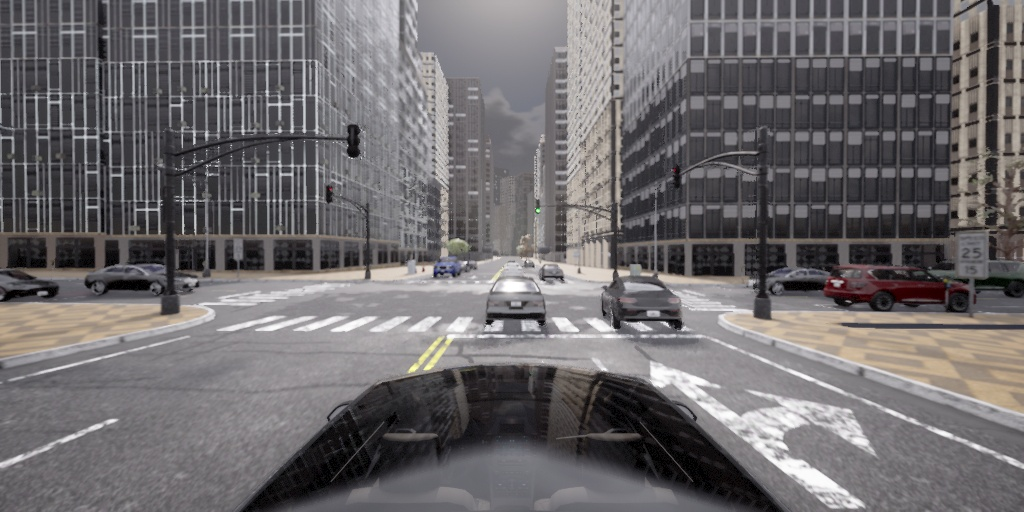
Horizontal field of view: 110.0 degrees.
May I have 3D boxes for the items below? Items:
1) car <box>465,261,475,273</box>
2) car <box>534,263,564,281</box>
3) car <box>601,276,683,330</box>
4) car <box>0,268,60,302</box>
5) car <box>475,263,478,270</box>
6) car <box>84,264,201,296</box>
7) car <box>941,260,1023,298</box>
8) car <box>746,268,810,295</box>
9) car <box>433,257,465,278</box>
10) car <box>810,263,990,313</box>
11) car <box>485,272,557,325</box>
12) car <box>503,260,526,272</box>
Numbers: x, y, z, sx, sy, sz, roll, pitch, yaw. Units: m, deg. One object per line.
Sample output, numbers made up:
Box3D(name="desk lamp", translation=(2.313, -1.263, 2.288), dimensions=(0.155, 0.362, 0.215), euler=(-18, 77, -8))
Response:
Box3D(name="car", translation=(-6.562, 1.400, 46.875), dimensions=(2.128, 1.511, 4.902), euler=(0, 0, 0))
Box3D(name="car", translation=(3.358, 1.406, 31.241), dimensions=(2.033, 1.411, 5.357), euler=(0, 0, 0))
Box3D(name="car", translation=(3.901, 1.350, 11.279), dimensions=(1.812, 1.442, 4.674), euler=(-1, -2, 9))
Box3D(name="car", translation=(-22.731, 1.245, 15.744), dimensions=(4.313, 1.339, 1.948), euler=(0, 0, 1))
Box3D(name="car", translation=(-6.498, 1.488, 57.180), dimensions=(2.033, 1.411, 5.357), euler=(0, 0, 0))
Box3D(name="car", translation=(-18.799, 1.173, 18.373), dimensions=(4.902, 1.511, 2.128), euler=(1, 1, 1))
Box3D(name="car", translation=(26.341, 1.261, 20.817), dimensions=(5.566, 2.045, 2.150), euler=(0, 1, 1))
Box3D(name="car", translation=(16.447, 1.446, 20.991), dimensions=(4.902, 1.511, 2.128), euler=(0, 1, 1))
Box3D(name="car", translation=(-6.596, 1.098, 36.958), dimensions=(2.150, 2.045, 5.566), euler=(0, 0, 0))
Box3D(name="car", translation=(16.194, 1.335, 15.212), dimensions=(5.009, 1.841, 2.192), euler=(0, 0, 1))
Box3D(name="car", translation=(0.110, 1.399, 12.201), dimensions=(2.033, 1.411, 5.357), euler=(0, -1, 0))
Box3D(name="car", translation=(0.104, 1.393, 33.930), dimensions=(1.812, 1.442, 4.674), euler=(0, 0, 0))
